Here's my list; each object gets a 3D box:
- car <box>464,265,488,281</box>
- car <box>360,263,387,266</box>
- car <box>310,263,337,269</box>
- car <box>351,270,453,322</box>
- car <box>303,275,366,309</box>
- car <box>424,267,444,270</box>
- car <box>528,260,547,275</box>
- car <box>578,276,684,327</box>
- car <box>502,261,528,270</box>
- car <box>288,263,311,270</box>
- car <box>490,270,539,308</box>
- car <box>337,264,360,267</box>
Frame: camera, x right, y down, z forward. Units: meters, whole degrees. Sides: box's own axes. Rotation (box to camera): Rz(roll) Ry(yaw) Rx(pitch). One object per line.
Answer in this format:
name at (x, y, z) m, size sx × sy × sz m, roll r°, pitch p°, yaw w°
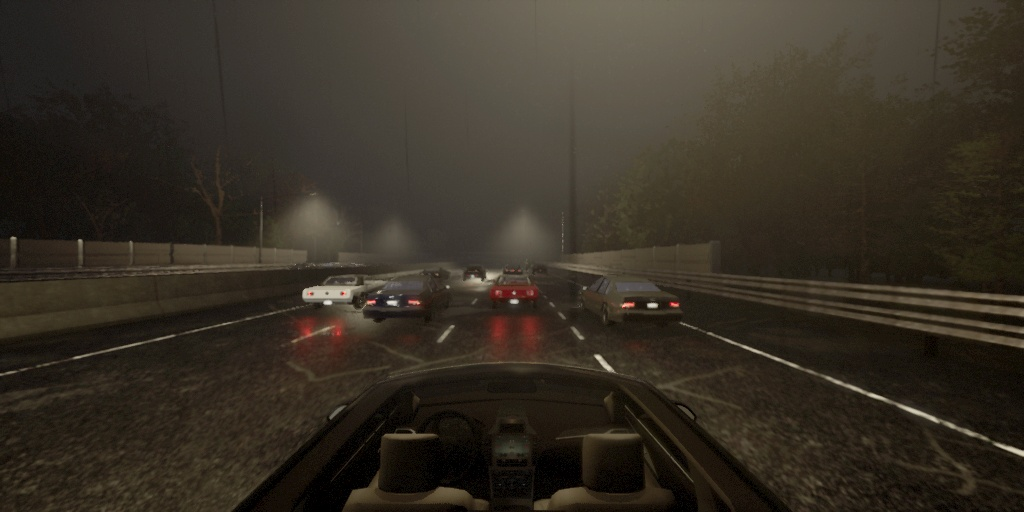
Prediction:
car at (-3.407, 1.539, 33.680) m, size 1.837 × 1.490 × 4.892 m, roll 0°, pitch -1°, yaw 0°
car at (-17.597, 1.635, 47.039) m, size 1.882 × 1.535 × 5.008 m, roll 0°, pitch 0°, yaw 0°
car at (-24.586, 1.733, 48.150) m, size 1.994 × 1.385 × 4.181 m, roll 0°, pitch -1°, yaw 0°
car at (-3.401, 1.392, 12.683) m, size 2.033 × 1.411 × 5.357 m, roll 0°, pitch -1°, yaw 0°
car at (-6.903, 1.472, 15.669) m, size 1.895 × 1.301 × 4.718 m, roll 0°, pitch -1°, yaw 0°
car at (-6.905, 1.622, 32.245) m, size 1.895 × 1.301 × 4.718 m, roll 0°, pitch -1°, yaw 0°
car at (3.488, 1.615, 46.581) m, size 1.882 × 1.535 × 5.008 m, roll 0°, pitch -1°, yaw 0°
car at (3.603, 1.365, 11.906) m, size 2.033 × 1.411 × 5.357 m, roll 0°, pitch -1°, yaw -2°
car at (0.094, 1.525, 33.636) m, size 2.128 × 1.511 × 4.902 m, roll 0°, pitch -1°, yaw 0°
car at (-28.085, 1.677, 48.293) m, size 1.837 × 1.490 × 4.892 m, roll 0°, pitch -1°, yaw 0°
car at (0.097, 1.475, 15.945) m, size 1.895 × 1.301 × 4.718 m, roll 0°, pitch -1°, yaw 0°
car at (-21.096, 1.770, 48.216) m, size 1.895 × 1.301 × 4.718 m, roll 0°, pitch -1°, yaw 0°
